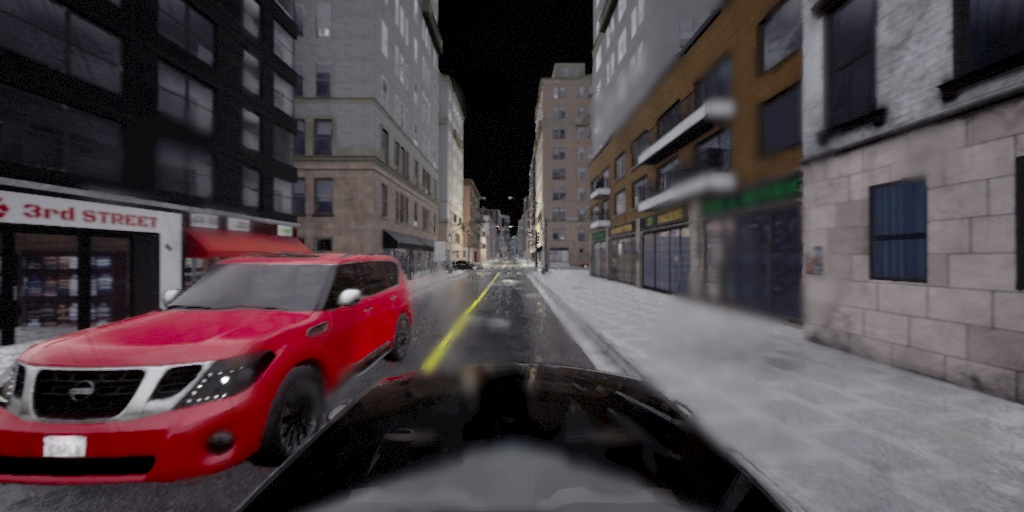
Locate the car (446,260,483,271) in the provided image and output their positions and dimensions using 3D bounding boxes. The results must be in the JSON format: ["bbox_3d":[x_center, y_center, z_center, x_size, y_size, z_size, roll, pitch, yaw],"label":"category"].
[{"bbox_3d":[-6.278,1.302,47.483,4.892,1.490,1.837,0,0,0],"label":"car"}]

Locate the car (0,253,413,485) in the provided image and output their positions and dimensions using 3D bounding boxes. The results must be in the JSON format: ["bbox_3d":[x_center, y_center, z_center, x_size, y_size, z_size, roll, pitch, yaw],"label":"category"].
[{"bbox_3d":[-3.100,0.969,5.249,2.150,2.045,5.566,0,0,0],"label":"car"}]

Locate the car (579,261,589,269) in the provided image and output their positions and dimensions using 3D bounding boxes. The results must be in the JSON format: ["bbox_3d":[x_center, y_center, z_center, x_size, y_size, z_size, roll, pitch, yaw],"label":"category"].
[{"bbox_3d":[12.154,1.120,53.204,4.507,1.381,1.888,0,0,0],"label":"car"}]
